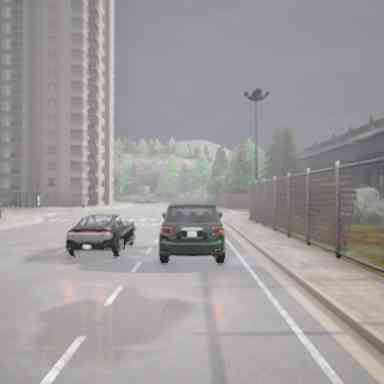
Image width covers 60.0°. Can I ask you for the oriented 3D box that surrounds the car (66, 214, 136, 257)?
[{"bbox_3d":[-3.483,1.634,13.491,2.128,1.511,4.902,0,0,0],"label":"car"}]

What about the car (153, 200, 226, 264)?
[{"bbox_3d":[0.009,1.356,12.570,2.150,2.045,5.566,0,0,0],"label":"car"}]

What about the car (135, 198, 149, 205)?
[{"bbox_3d":[-12.617,2.340,81.196,1.837,1.490,4.892,0,-1,-24],"label":"car"}]

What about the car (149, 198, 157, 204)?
[{"bbox_3d":[-9.939,2.222,83.728,2.097,1.767,4.553,0,-1,-24],"label":"car"}]
